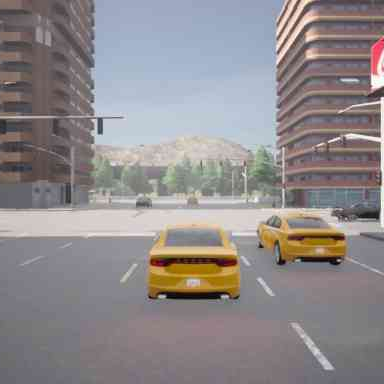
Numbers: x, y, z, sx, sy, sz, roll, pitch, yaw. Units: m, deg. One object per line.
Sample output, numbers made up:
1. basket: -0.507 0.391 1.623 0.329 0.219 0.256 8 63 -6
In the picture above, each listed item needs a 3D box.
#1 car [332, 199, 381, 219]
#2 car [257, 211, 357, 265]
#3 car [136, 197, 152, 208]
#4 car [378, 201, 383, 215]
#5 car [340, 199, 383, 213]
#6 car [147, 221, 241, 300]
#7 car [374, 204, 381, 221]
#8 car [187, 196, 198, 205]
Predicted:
1. car: 13.229 1.491 25.395 4.902 1.511 2.128 0 0 0
2. car: 3.565 1.478 11.707 1.882 1.535 5.008 0 0 0
3. car: -7.088 1.477 49.325 1.882 1.535 5.008 0 0 0
4. car: 20.894 1.563 32.640 4.181 1.385 1.994 0 0 0
5. car: 18.966 1.491 36.128 4.902 1.511 2.128 0 0 0
6. car: 0.048 1.478 8.468 1.882 1.535 5.008 0 0 0
7. car: 3.600 1.222 1.764 2.150 2.045 5.566 0 0 0
8. car: 0.078 1.477 59.178 1.882 1.535 5.008 0 0 0
